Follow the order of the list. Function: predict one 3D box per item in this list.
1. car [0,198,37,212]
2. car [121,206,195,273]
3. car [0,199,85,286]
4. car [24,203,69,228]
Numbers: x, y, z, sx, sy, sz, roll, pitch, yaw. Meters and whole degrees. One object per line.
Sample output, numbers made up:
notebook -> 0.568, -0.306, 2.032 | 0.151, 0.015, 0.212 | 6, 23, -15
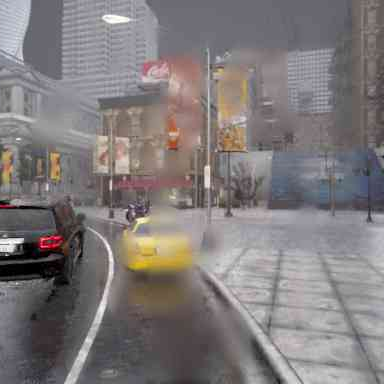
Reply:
car -> -20.128, 1.497, 38.354 | 4.674, 1.452, 2.002 | 0, 0, 37
car -> -1.291, 1.455, 10.787 | 1.801, 1.575, 5.366 | 0, 0, -14
car -> -4.314, 1.218, 9.261 | 2.150, 2.045, 5.566 | 0, 0, -13
car -> -10.311, 1.536, 23.349 | 2.033, 1.411, 5.357 | 0, 0, -33
